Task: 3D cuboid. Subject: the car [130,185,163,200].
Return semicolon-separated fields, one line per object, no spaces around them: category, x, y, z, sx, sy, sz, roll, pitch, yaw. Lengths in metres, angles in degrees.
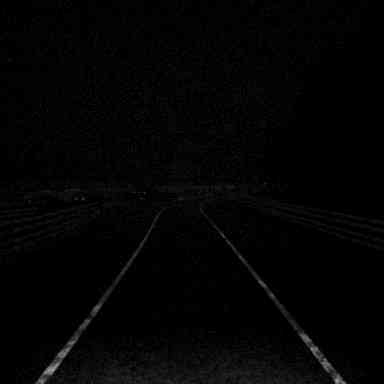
car;-6.857;0.182;51.110;2.150;2.045;5.566;0;2;17

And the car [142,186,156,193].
car;-12.169;-0.790;93.762;2.097;1.767;4.553;0;2;17

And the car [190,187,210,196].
car;1.734;0.031;67.320;1.994;1.385;4.181;0;2;17

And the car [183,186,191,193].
car;-0.297;-0.431;84.688;1.994;1.385;4.181;0;2;17

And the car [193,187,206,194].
car;1.884;-0.345;79.834;1.812;1.442;4.674;0;2;17

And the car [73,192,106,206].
car;-11.334;0.737;36.401;2.097;1.767;4.553;0;2;17

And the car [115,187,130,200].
car;-10.215;0.448;52.095;2.128;1.511;4.902;0;2;17

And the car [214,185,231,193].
car;8.147;-0.601;88.394;2.033;1.411;5.357;0;2;17

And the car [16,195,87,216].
car;-10.852;1.216;25.966;2.033;1.411;5.357;0;2;17

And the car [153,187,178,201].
car;-3.520;0.457;50.058;2.128;1.511;4.902;0;2;17
